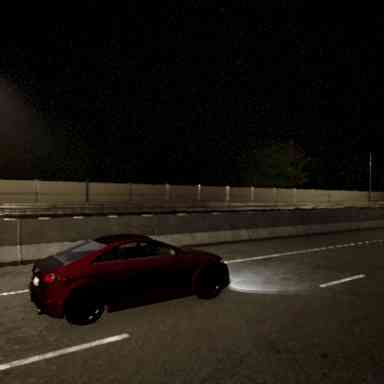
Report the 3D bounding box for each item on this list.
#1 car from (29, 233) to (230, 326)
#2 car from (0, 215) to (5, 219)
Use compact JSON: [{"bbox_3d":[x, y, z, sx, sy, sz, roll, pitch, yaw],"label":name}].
[{"bbox_3d":[-1.192,1.610,7.195,4.181,1.385,1.994,1,-1,-36],"label":"car"},{"bbox_3d":[-12.326,1.542,16.697,5.357,1.411,2.033,1,-1,-36],"label":"car"}]
